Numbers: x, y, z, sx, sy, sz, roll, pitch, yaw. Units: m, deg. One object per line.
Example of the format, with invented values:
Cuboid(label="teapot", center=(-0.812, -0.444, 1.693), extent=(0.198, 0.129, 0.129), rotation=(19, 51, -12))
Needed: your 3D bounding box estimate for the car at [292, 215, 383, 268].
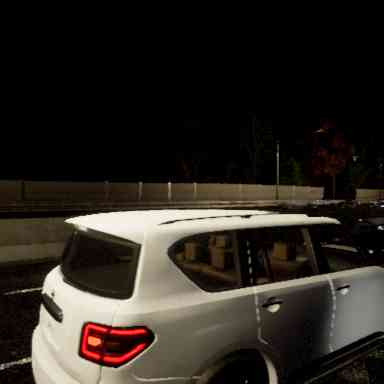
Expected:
Cuboid(label="car", center=(5.818, 1.659, 12.194), extent=(4.181, 1.385, 1.994), rotation=(1, 0, -35))

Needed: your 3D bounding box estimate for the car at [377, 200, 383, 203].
Cuboid(label="car", center=(21.107, 1.669, 36.220), extent=(4.553, 1.767, 2.097), rotation=(1, 0, -35))

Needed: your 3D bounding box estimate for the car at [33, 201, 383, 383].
Cuboid(label="car", center=(0.967, 1.247, 4.429), extent=(5.566, 2.045, 2.150), rotation=(1, 0, -36))
